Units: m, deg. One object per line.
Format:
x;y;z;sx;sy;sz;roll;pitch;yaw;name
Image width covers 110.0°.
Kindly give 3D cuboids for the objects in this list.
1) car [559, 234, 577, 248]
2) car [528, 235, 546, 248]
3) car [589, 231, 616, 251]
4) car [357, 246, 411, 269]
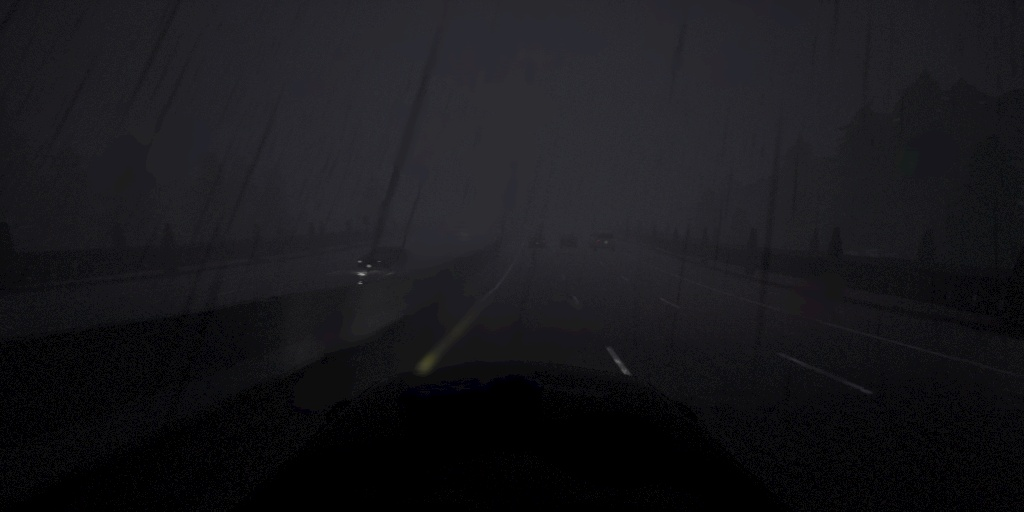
6.479;-1.824;41.669;1.882;1.535;5.008;1;7;5;car
2.908;-1.684;40.973;1.994;1.385;4.181;1;7;5;car
9.755;-1.700;38.877;2.150;2.045;5.566;1;8;5;car
-8.930;0.011;25.538;2.033;1.411;5.357;1;5;5;car
